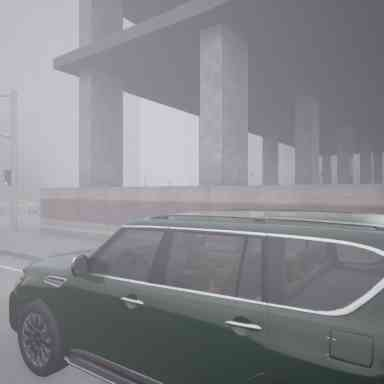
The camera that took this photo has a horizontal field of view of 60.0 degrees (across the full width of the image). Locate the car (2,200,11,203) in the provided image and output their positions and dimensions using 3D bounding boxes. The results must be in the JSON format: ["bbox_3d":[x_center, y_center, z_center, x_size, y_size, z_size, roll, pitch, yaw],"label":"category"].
[{"bbox_3d":[-18.332,1.533,33.759,1.882,1.535,5.008,0,0,36],"label":"car"}]

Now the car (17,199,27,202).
[{"bbox_3d":[-14.282,1.547,33.407,2.128,1.511,4.902,0,0,36],"label":"car"}]

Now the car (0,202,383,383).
[{"bbox_3d":[0.130,1.221,3.890,5.566,2.045,2.150,0,0,35],"label":"car"}]
